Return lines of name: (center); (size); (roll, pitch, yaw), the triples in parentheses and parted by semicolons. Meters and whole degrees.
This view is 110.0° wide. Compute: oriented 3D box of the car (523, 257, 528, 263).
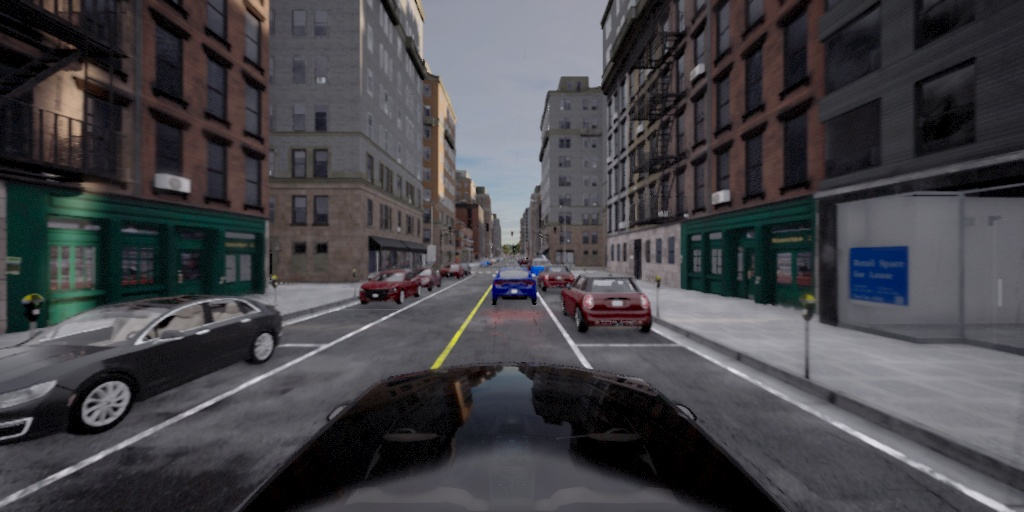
car: (2.619, 1.143, 38.458); (2.192, 1.841, 5.009); (0, 0, 0)

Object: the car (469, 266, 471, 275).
car: (-5.406, 1.394, 38.453); (1.948, 1.339, 4.313); (0, 0, 0)

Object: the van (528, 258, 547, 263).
van: (2.622, 1.158, 32.946); (1.690, 1.789, 3.998); (0, 0, 0)

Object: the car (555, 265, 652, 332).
car: (2.633, 1.210, 10.902); (1.967, 1.591, 4.097); (0, 0, 0)

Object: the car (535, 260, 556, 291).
car: (2.628, 1.234, 21.925); (1.967, 1.591, 4.097); (0, 0, 0)

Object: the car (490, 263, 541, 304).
car: (0.092, 1.260, 16.635); (1.882, 1.535, 5.008); (0, 0, 0)

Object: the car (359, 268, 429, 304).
car: (-5.395, 1.327, 16.409); (1.888, 1.381, 4.507); (0, 0, 0)

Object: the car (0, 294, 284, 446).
car: (-5.389, 1.309, 5.387); (2.007, 1.370, 4.403); (0, 0, 0)

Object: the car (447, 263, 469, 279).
car: (-5.403, 1.362, 32.942); (1.888, 1.381, 4.507); (0, 0, 0)

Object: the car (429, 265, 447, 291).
car: (-5.397, 1.376, 21.920); (1.802, 1.307, 4.207); (0, 0, 0)

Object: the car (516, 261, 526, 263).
car: (0.091, 1.418, 33.043); (1.895, 1.301, 4.718); (0, 0, 0)
